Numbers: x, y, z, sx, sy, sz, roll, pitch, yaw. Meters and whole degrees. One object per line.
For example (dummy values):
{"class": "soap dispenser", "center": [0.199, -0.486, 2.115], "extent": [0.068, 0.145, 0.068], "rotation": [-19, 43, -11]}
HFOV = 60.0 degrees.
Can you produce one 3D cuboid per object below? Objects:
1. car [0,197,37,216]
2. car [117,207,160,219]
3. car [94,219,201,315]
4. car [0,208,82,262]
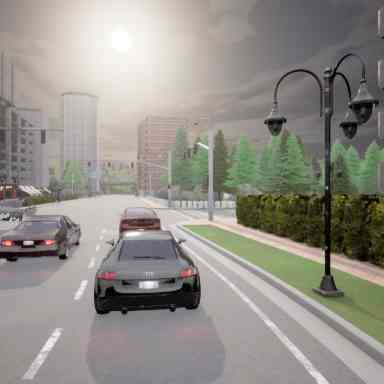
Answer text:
{"class": "car", "center": [-10.619, 1.115, 19.932], "extent": [1.837, 1.490, 4.892], "rotation": [0, 0, -12]}
{"class": "car", "center": [-2.658, 1.478, 16.539], "extent": [1.882, 1.535, 5.008], "rotation": [0, 0, -12]}
{"class": "car", "center": [-1.041, 1.564, 7.701], "extent": [1.994, 1.385, 4.181], "rotation": [0, 0, -9]}
{"class": "car", "center": [-5.316, 1.547, 12.266], "extent": [2.033, 1.411, 5.357], "rotation": [0, 0, -11]}
